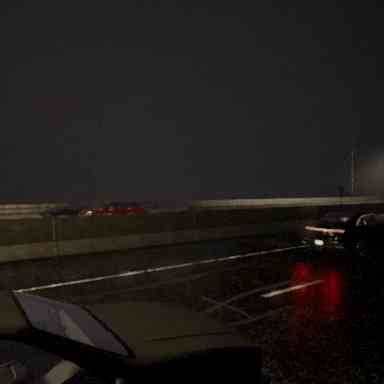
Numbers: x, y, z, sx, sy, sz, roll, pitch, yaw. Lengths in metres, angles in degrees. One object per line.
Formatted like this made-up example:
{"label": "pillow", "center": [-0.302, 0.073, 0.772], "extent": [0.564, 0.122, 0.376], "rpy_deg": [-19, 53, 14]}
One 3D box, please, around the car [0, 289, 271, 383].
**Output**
{"label": "car", "center": [-1.843, 1.548, 2.431], "extent": [5.357, 1.411, 2.033], "rpy_deg": [0, 0, -36]}

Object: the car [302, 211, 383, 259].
{"label": "car", "center": [6.198, 1.459, 12.475], "extent": [4.902, 1.511, 2.128], "rpy_deg": [0, 0, -36]}

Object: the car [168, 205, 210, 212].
{"label": "car", "center": [-0.271, 1.533, 21.002], "extent": [4.181, 1.385, 1.994], "rpy_deg": [0, 0, -36]}

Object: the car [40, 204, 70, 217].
{"label": "car", "center": [-8.570, 1.546, 23.678], "extent": [4.181, 1.385, 1.994], "rpy_deg": [0, 0, -36]}

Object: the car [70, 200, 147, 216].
{"label": "car", "center": [-5.190, 1.330, 21.790], "extent": [4.553, 1.767, 2.097], "rpy_deg": [0, 0, -36]}
